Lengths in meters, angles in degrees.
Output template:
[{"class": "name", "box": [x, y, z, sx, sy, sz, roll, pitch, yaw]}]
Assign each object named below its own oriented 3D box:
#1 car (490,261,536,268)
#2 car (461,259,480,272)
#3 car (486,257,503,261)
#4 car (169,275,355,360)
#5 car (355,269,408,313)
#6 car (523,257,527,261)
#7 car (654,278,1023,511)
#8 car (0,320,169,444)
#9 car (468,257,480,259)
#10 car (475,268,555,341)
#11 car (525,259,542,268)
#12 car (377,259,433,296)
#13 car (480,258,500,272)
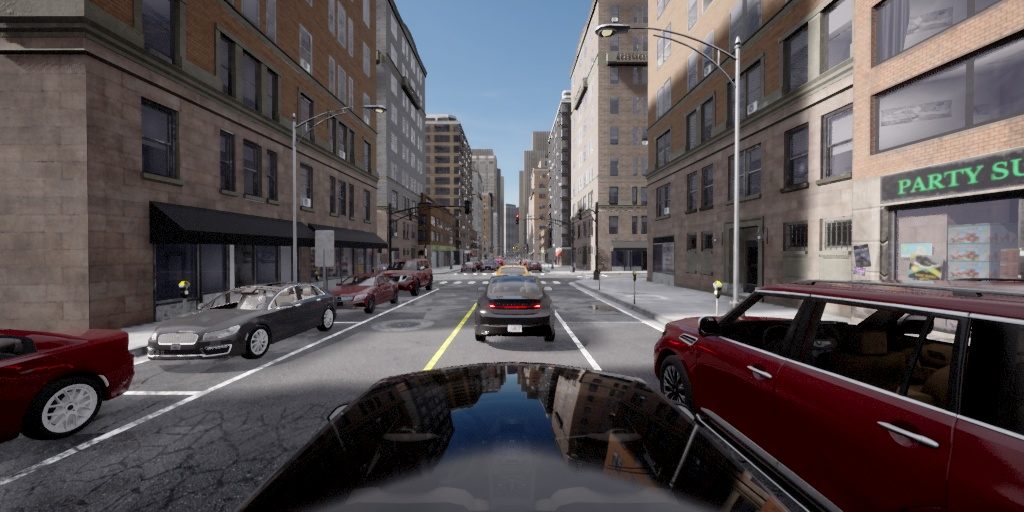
[{"class": "car", "box": [0.047, 1.228, 18.956, 1.882, 1.535, 5.008, 0, 0, 1]}, {"class": "car", "box": [-5.577, 1.351, 46.387, 1.802, 1.307, 4.207, 0, 0, 0]}, {"class": "car", "box": [-2.977, 1.330, 57.222, 2.033, 1.411, 5.357, 0, 0, 0]}, {"class": "car", "box": [-5.656, 1.299, 8.222, 2.007, 1.370, 4.403, 0, 0, 0]}, {"class": "car", "box": [-5.644, 1.331, 13.805, 1.802, 1.307, 4.207, 0, 0, 0]}, {"class": "car", "box": [2.961, 1.301, 52.130, 1.751, 1.417, 4.829, 0, 0, 0]}, {"class": "car", "box": [2.858, 1.064, 2.645, 2.192, 1.841, 5.009, 0, 0, 0]}, {"class": "car", "box": [-5.668, 1.294, 2.640, 1.888, 1.381, 4.507, 0, 0, 0]}, {"class": "car", "box": [-5.565, 1.090, 51.952, 2.192, 1.841, 5.009, 0, 0, 0]}, {"class": "car", "box": [0.079, 1.254, 9.838, 1.837, 1.490, 4.892, 0, 0, 0]}, {"class": "car", "box": [2.949, 1.351, 46.397, 1.802, 1.307, 4.207, 0, 0, 0]}, {"class": "car", "box": [-5.633, 1.065, 19.388, 2.192, 1.841, 5.009, 0, 0, 0]}, {"class": "car", "box": [-3.006, 1.333, 46.795, 1.994, 1.385, 4.181, 0, 0, 0]}]
